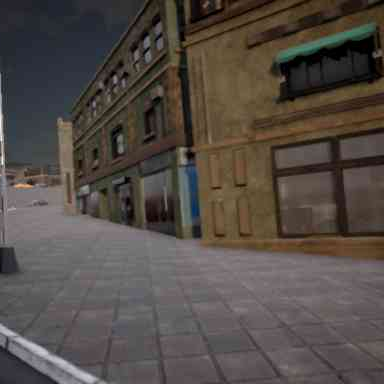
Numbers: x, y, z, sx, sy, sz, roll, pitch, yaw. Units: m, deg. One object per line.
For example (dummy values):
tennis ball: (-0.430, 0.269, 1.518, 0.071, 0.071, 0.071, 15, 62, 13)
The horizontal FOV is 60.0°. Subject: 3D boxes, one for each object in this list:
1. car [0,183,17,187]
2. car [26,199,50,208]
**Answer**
car: (-46.106, -1.397, 81.082, 2.002, 1.452, 4.674, -6, -3, 30)
car: (-27.843, 2.056, 60.194, 1.837, 1.490, 4.892, -5, 0, 11)
